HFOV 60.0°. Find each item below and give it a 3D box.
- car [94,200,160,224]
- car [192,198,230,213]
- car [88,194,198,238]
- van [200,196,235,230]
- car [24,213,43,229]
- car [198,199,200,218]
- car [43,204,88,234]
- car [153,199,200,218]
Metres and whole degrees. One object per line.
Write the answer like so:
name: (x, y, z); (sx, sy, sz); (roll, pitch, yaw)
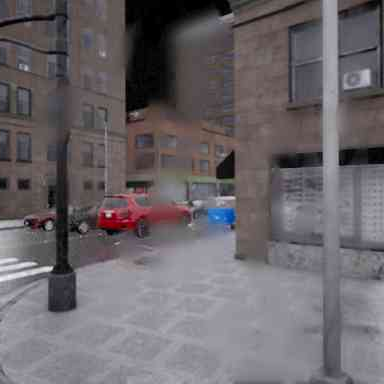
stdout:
car: (-4.580, 1.377, 24.315); (1.752, 1.417, 4.829); (0, 1, 36)
car: (1.976, 1.327, 33.341); (1.802, 1.307, 4.206); (0, 1, 36)
car: (-2.250, 1.087, 16.996); (2.150, 2.045, 5.566); (0, 0, 33)
van: (2.438, 1.149, 19.456); (1.690, 1.788, 3.998); (0, 1, 36)
car: (-7.708, 1.447, 20.009); (1.887, 1.381, 4.507); (0, 1, 36)
car: (0.583, 1.316, 26.740); (1.812, 1.442, 4.674); (0, 0, 36)
car: (-5.309, 1.364, 18.645); (1.882, 1.535, 5.008); (0, 0, 35)
car: (-1.251, 1.379, 28.897); (1.802, 1.307, 4.206); (0, 1, 36)
